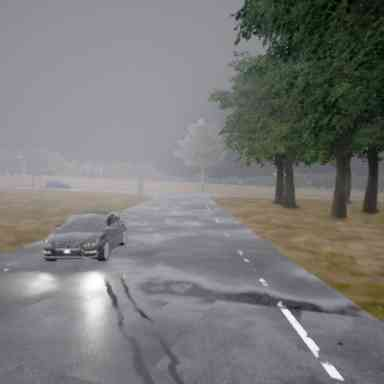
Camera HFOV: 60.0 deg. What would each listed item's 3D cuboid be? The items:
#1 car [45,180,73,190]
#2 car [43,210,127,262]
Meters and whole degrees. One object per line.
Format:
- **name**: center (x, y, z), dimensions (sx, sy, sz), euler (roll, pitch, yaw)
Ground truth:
- **car**: center (-28.873, -1.523, 72.123), dimensions (5.566, 2.045, 2.150), euler (2, 2, 1)
- **car**: center (-3.599, 1.448, 12.009), dimensions (1.837, 1.490, 4.892), euler (0, 0, 0)
